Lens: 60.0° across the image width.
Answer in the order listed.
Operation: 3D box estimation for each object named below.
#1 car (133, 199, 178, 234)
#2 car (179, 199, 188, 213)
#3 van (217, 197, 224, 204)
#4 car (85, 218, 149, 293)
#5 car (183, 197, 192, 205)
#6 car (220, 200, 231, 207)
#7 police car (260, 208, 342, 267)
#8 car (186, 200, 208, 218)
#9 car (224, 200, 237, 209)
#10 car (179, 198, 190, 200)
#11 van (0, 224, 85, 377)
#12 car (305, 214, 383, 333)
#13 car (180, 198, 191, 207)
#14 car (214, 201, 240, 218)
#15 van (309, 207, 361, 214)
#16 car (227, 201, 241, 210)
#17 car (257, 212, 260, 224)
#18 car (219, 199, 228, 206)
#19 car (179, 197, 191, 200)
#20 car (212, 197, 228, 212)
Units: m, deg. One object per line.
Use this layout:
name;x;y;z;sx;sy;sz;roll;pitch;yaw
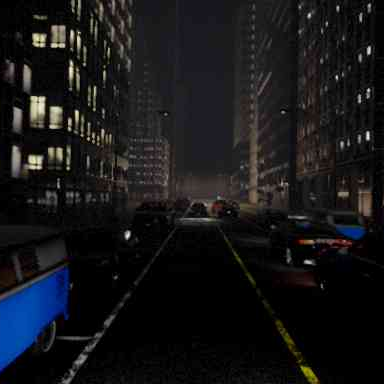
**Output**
car;-2.317;1.471;20.466;2.192;1.841;5.009;2;-1;1
car;-1.830;1.954;43.201;1.802;1.307;4.206;2;-1;1
van;7.529;2.257;87.806;1.690;1.788;3.998;2;0;1
car;-2.571;1.606;9.094;1.947;1.339;4.313;2;-1;1
car;-1.084;2.102;77.308;1.967;1.590;4.097;2;0;1
car;7.165;2.370;71.426;1.802;1.307;4.206;2;0;1
police car;4.088;1.635;12.334;1.930;1.638;5.238;1;-1;1
car;0.672;1.874;34.721;1.812;1.442;4.674;1;-1;1
car;6.918;2.260;60.060;1.947;1.339;4.313;2;0;1
car;-1.705;1.969;48.885;1.887;1.381;4.507;2;0;1
van;-2.689;1.322;3.413;1.690;1.788;3.998;1;-1;1
car;3.956;1.497;6.197;2.097;1.767;4.553;1;-1;1
car;-1.331;2.011;65.939;1.967;1.590;4.097;2;0;1
car;3.715;1.978;35.032;1.994;1.385;4.181;1;-1;2
van;5.935;1.611;14.592;1.690;1.788;3.998;2;-1;1
car;6.799;2.172;54.545;1.752;1.417;4.829;2;0;1
car;6.177;1.933;25.957;2.008;1.369;4.403;2;-1;1
car;7.290;2.377;77.111;1.887;1.381;4.507;2;0;1
car;-1.575;1.789;54.571;2.192;1.841;5.009;2;0;1
car;3.942;1.874;46.858;2.097;1.767;4.553;1;-1;1
